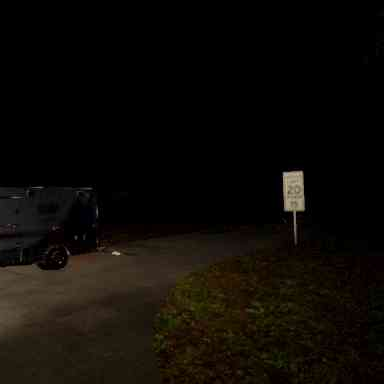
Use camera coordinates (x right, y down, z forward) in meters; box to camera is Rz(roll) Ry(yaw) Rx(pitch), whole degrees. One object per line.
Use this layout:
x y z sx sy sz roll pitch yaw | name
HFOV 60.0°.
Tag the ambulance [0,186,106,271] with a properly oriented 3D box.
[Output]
-5.641 1.114 9.257 2.351 2.431 6.366 -3 -2 36 | ambulance
